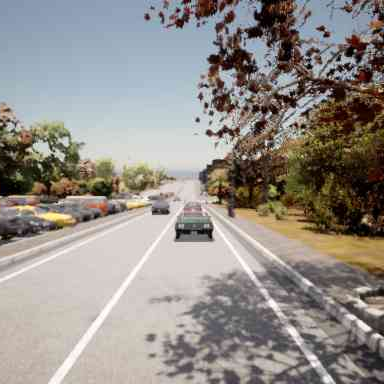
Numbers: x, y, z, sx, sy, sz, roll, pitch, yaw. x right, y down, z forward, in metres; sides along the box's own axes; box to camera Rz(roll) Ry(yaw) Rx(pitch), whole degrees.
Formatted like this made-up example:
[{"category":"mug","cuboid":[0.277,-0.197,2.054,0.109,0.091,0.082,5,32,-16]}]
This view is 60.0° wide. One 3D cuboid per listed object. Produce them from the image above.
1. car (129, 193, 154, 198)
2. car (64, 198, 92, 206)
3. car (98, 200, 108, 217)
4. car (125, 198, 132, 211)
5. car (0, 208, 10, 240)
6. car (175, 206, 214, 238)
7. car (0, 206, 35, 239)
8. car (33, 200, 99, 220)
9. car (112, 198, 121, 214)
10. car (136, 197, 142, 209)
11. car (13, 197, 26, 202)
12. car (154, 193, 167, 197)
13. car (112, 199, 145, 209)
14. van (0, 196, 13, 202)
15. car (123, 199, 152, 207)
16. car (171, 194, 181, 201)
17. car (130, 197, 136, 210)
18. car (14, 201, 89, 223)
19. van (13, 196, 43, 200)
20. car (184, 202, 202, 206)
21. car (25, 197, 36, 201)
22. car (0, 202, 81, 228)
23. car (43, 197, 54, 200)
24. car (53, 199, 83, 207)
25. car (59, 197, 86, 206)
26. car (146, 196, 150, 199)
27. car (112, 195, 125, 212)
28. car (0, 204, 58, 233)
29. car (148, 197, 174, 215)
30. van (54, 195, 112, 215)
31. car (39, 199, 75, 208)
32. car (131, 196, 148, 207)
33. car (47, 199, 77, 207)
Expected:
[{"category":"car","cuboid":[-10.227,1.711,59.609,5.566,2.045,2.435,0,-1,0]},{"category":"car","cuboid":[-23.259,2.080,67.827,5.008,1.535,2.097,0,-1,0]},{"category":"car","cuboid":[-10.224,1.655,29.080,4.792,1.488,2.163,0,0,0]},{"category":"car","cuboid":[-10.227,1.701,40.185,4.892,1.521,2.231,0,-1,0]},{"category":"car","cuboid":[-10.098,1.525,12.423,5.366,1.575,1.946,0,0,0]},{"category":"car","cuboid":[0.102,1.659,17.982,1.895,1.301,4.718,0,0,0]},{"category":"car","cuboid":[-10.272,1.546,15.199,4.892,1.521,2.231,0,0,0]},{"category":"car","cuboid":[-10.229,1.639,26.304,4.792,1.488,2.163,0,0,0]},{"category":"car","cuboid":[-10.273,1.688,34.632,4.792,1.488,2.163,0,0,0]},{"category":"car","cuboid":[-10.038,1.758,45.605,5.366,1.575,1.946,0,-1,0]},{"category":"car","cuboid":[-23.342,1.728,40.259,4.792,1.488,2.163,0,0,0]},{"category":"car","cuboid":[-10.370,1.721,94.975,4.792,1.488,2.163,0,0,0]},{"category":"car","cuboid":[-10.215,1.882,54.053,4.892,1.521,2.231,0,-1,0]},{"category":"van","cuboid":[-23.210,1.451,37.509,4.442,1.987,1.878,0,0,0]},{"category":"car","cuboid":[-10.199,2.002,62.381,5.008,1.535,2.097,0,-1,0]},{"category":"car","cuboid":[-3.478,1.842,78.789,1.812,1.442,4.674,0,-1,0]},{"category":"car","cuboid":[-10.414,1.725,42.953,5.366,1.575,1.946,0,-1,0]},{"category":"car","cuboid":[-10.234,1.623,23.527,4.792,1.488,2.163,0,0,0]},{"category":"van","cuboid":[-23.420,1.534,45.673,4.442,1.987,1.878,0,-1,0]},{"category":"car","cuboid":[0.083,1.745,35.526,1.994,1.385,4.181,0,0,0]},{"category":"car","cuboid":[-23.337,1.755,42.898,4.792,1.488,2.163,0,-1,0]},{"category":"car","cuboid":[-10.083,1.574,20.751,5.366,1.575,1.946,0,0,0]},{"category":"car","cuboid":[-23.270,1.829,48.563,4.792,1.488,2.163,0,-1,0]},{"category":"car","cuboid":[-23.244,2.031,62.411,4.792,1.488,2.163,0,-1,0]},{"category":"car","cuboid":[-23.300,1.914,65.058,4.553,1.767,2.185,0,-1,0]},{"category":"car","cuboid":[-10.389,1.919,56.830,5.366,1.575,1.946,0,-1,0]},{"category":"car","cuboid":[-10.270,1.552,37.407,4.553,1.767,2.185,0,0,0]},{"category":"car","cuboid":[-10.279,1.562,17.975,4.892,1.521,2.231,0,0,0]},{"category":"car","cuboid":[-3.362,1.668,36.625,1.882,1.535,5.008,0,-1,0]},{"category":"van","cuboid":[-10.365,1.416,31.857,4.442,1.987,1.878,0,0,0]},{"category":"car","cuboid":[-23.098,1.918,56.871,5.366,1.575,1.946,0,-1,0]},{"category":"car","cuboid":[-10.028,1.838,51.277,5.366,1.575,1.946,0,-1,0]},{"category":"car","cuboid":[-23.276,2.001,59.641,4.674,1.452,2.002,0,-1,0]}]
